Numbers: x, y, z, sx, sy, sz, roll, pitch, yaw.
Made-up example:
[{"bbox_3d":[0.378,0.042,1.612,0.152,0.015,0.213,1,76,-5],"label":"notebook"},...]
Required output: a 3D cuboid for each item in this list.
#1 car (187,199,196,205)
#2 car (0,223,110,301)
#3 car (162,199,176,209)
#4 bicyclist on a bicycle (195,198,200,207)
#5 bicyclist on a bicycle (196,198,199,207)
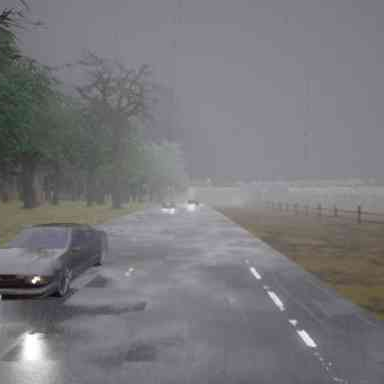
[{"bbox_3d":[-0.006,2.309,77.534,1.837,1.490,4.892,0,-1,0],"label":"car"},{"bbox_3d":[-3.601,1.541,8.718,2.033,1.411,5.357,0,0,0],"label":"car"},{"bbox_3d":[-3.567,1.820,51.868,2.128,1.511,4.902,0,-1,0],"label":"car"},{"bbox_3d":[0.943,1.774,52.572,0.866,1.612,1.509,0,-1,0],"label":"bicyclist on a bicycle"},{"bbox_3d":[0.959,1.939,61.002,0.582,1.620,1.656,0,-1,0],"label":"bicyclist on a bicycle"}]
